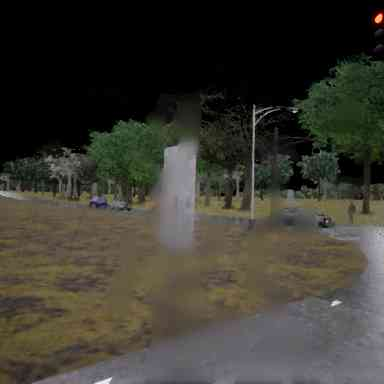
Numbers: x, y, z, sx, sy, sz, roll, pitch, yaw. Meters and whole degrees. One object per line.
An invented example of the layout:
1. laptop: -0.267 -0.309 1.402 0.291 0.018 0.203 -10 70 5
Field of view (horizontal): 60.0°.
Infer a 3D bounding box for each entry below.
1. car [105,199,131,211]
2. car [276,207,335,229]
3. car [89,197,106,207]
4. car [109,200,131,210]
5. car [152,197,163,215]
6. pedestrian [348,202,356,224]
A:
1. car: -10.275 2.052 47.630 1.994 1.385 4.181 3 -2 -35
2. car: 7.406 1.707 22.476 1.994 1.385 4.181 2 -2 -32
3. car: -18.387 1.964 65.212 2.150 2.045 5.566 3 -2 -36
4. car: -12.297 2.188 56.733 1.837 1.490 4.892 3 -2 -36
5. car: -2.349 1.597 36.605 2.150 2.045 5.566 3 -2 -35
6. pedestrian: 13.339 1.718 27.808 0.375 1.860 0.375 2 -1 -36
